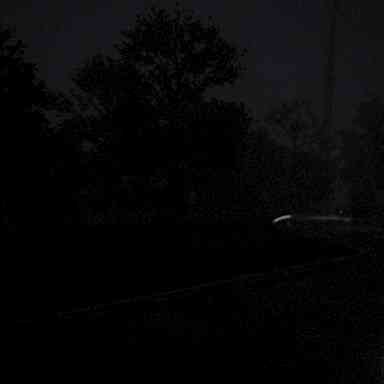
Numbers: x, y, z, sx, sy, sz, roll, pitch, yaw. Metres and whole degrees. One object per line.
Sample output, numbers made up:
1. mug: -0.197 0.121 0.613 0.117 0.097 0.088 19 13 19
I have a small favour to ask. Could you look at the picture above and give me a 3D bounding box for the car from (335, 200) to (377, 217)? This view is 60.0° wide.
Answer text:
1. car: 15.964 1.575 32.343 4.902 1.511 2.128 0 0 -32
